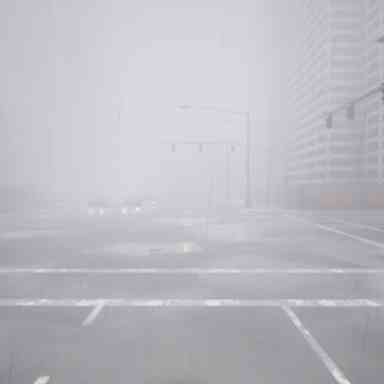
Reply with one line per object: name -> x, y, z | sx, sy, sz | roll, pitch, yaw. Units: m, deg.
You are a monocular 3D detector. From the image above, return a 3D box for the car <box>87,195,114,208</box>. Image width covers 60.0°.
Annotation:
car -> -10.548, 1.041, 38.881 | 2.033, 1.411, 5.357 | 0, 1, 0

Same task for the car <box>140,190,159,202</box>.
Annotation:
car -> -6.995, 0.790, 55.080 | 1.837, 1.490, 4.892 | 0, 0, 0

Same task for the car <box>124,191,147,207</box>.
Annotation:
car -> -7.044, 0.999, 40.498 | 1.812, 1.442, 4.674 | 0, 1, 0

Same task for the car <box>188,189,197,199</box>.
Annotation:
car -> 0.076, 0.668, 67.684 | 2.033, 1.411, 5.357 | 0, 1, 0

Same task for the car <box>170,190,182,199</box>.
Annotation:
car -> -3.424, 0.616, 67.688 | 2.128, 1.511, 4.902 | 0, 1, 0

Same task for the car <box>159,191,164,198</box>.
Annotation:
car -> -6.921, 0.573, 70.486 | 1.837, 1.490, 4.892 | 0, 1, 0

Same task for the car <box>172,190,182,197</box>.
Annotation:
car -> -3.412, 0.342, 77.969 | 2.128, 1.511, 4.902 | 0, 1, 0

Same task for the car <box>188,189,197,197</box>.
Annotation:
car -> 0.088, 0.173, 77.933 | 2.097, 1.767, 4.553 | 0, 1, 0
